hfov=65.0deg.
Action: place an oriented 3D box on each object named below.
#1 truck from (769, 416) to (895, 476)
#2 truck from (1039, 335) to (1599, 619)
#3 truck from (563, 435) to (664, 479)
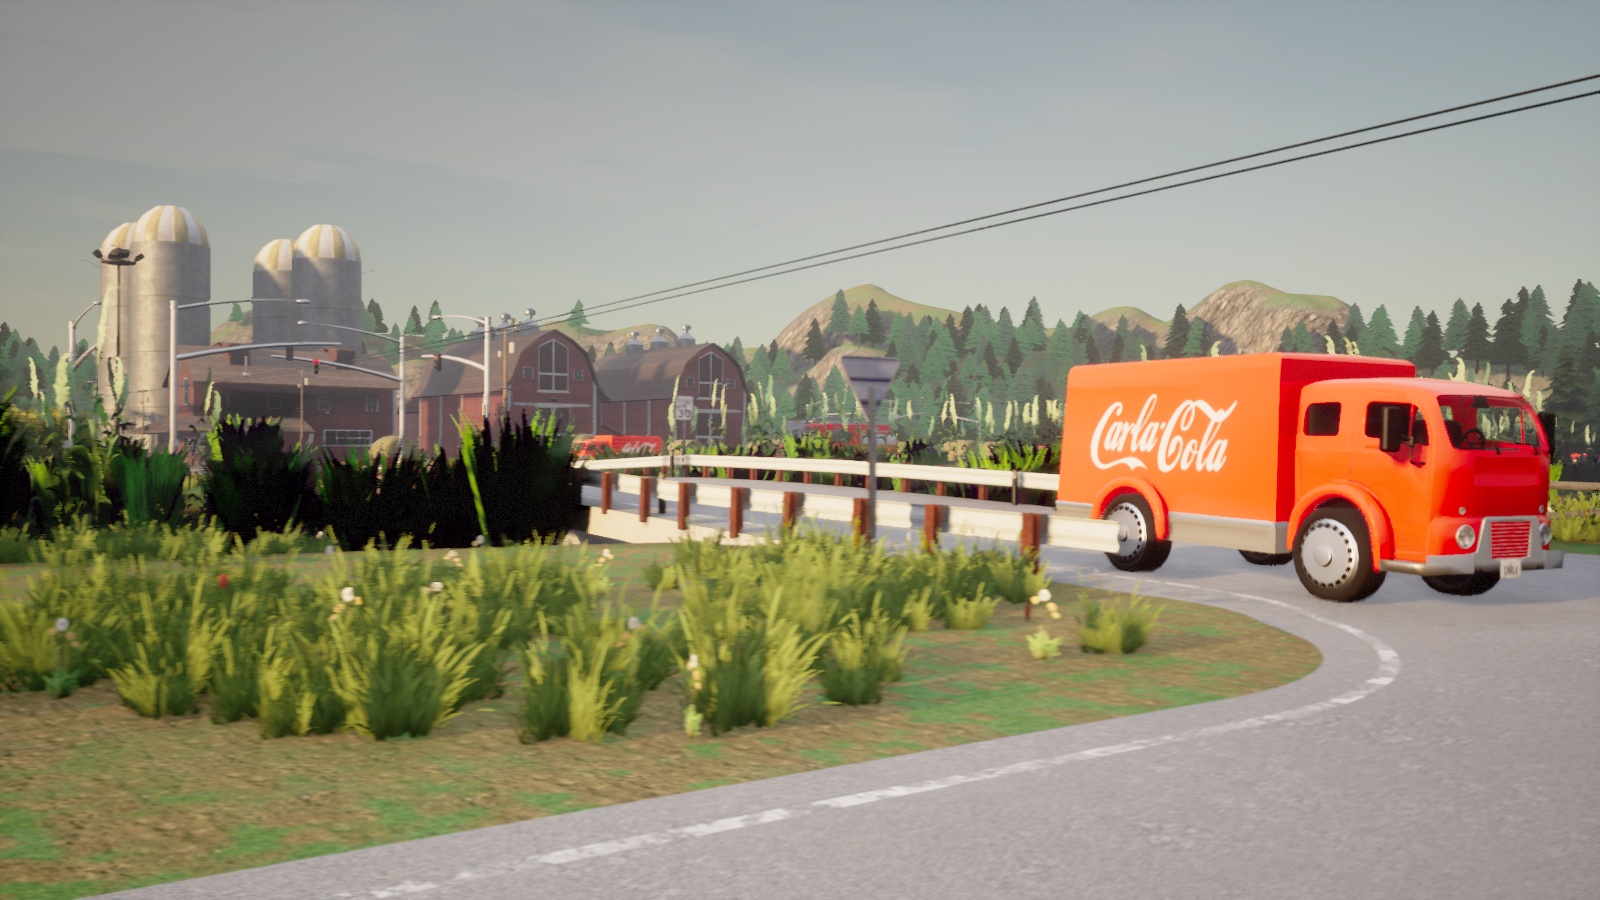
[{"bbox_3d":[2.213,-0.272,83.935,8.468,3.827,2.891,0,0,-38],"label":"truck"},{"bbox_3d":[5.341,0.188,13.832,2.627,2.467,5.204,0,1,-27],"label":"truck"},{"bbox_3d":[-10.914,0.415,73.654,5.204,2.467,2.627,0,0,-38],"label":"truck"}]
